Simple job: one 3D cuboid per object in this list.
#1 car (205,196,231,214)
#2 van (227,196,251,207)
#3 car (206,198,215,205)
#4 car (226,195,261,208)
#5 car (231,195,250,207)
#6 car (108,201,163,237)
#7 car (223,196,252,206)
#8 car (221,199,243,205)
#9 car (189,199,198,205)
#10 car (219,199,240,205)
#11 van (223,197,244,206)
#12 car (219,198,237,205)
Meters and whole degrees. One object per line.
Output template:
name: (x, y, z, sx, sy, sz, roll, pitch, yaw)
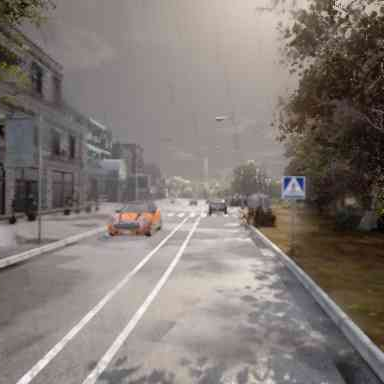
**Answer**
car: (2.686, 1.465, 34.755, 2.128, 1.511, 4.902, 0, 0, 4)
van: (9.578, 1.941, 67.931, 4.442, 1.987, 1.878, 2, -2, -18)
car: (4.817, 2.424, 87.443, 2.097, 1.767, 4.553, 0, -1, 2)
car: (9.150, 1.691, 59.003, 5.566, 2.045, 2.435, 2, -1, -18)
car: (9.099, 1.619, 56.076, 5.566, 2.045, 2.435, 2, -2, -18)
car: (-2.897, 1.306, 17.789, 2.097, 1.767, 4.553, 0, 0, 4)
car: (9.599, 1.984, 70.857, 5.566, 2.045, 2.435, 2, -2, -18)
car: (10.237, 2.566, 85.697, 5.366, 1.575, 1.946, 2, -2, -18)
car: (0.324, 2.295, 77.215, 1.882, 1.535, 5.008, 0, -1, 2)
car: (9.981, 2.618, 88.547, 5.366, 1.575, 1.946, 2, -1, -18)
van: (9.972, 2.214, 79.764, 4.442, 1.987, 1.878, 2, -2, -18)
car: (10.292, 2.616, 94.542, 4.553, 1.767, 2.185, 2, -1, -19)
